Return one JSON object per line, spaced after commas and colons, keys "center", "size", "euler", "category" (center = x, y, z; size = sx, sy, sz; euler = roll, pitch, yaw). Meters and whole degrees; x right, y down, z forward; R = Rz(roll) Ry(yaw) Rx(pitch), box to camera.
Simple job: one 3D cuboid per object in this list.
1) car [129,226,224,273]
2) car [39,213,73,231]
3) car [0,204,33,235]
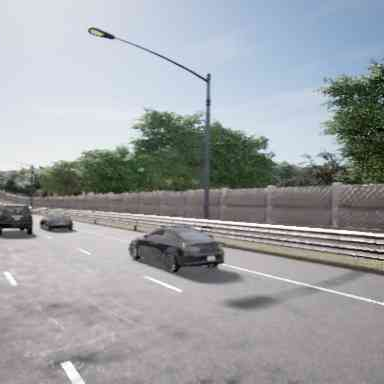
{"center": [-0.707, 2.005, 12.516], "size": [1.812, 1.442, 4.674], "euler": [3, -3, -35], "category": "car"}
{"center": [-11.368, 2.449, 27.754], "size": [1.994, 1.385, 4.181], "euler": [3, -3, -35], "category": "car"}
{"center": [-12.972, 1.924, 23.971], "size": [2.150, 2.045, 5.566], "euler": [3, -3, -35], "category": "car"}
